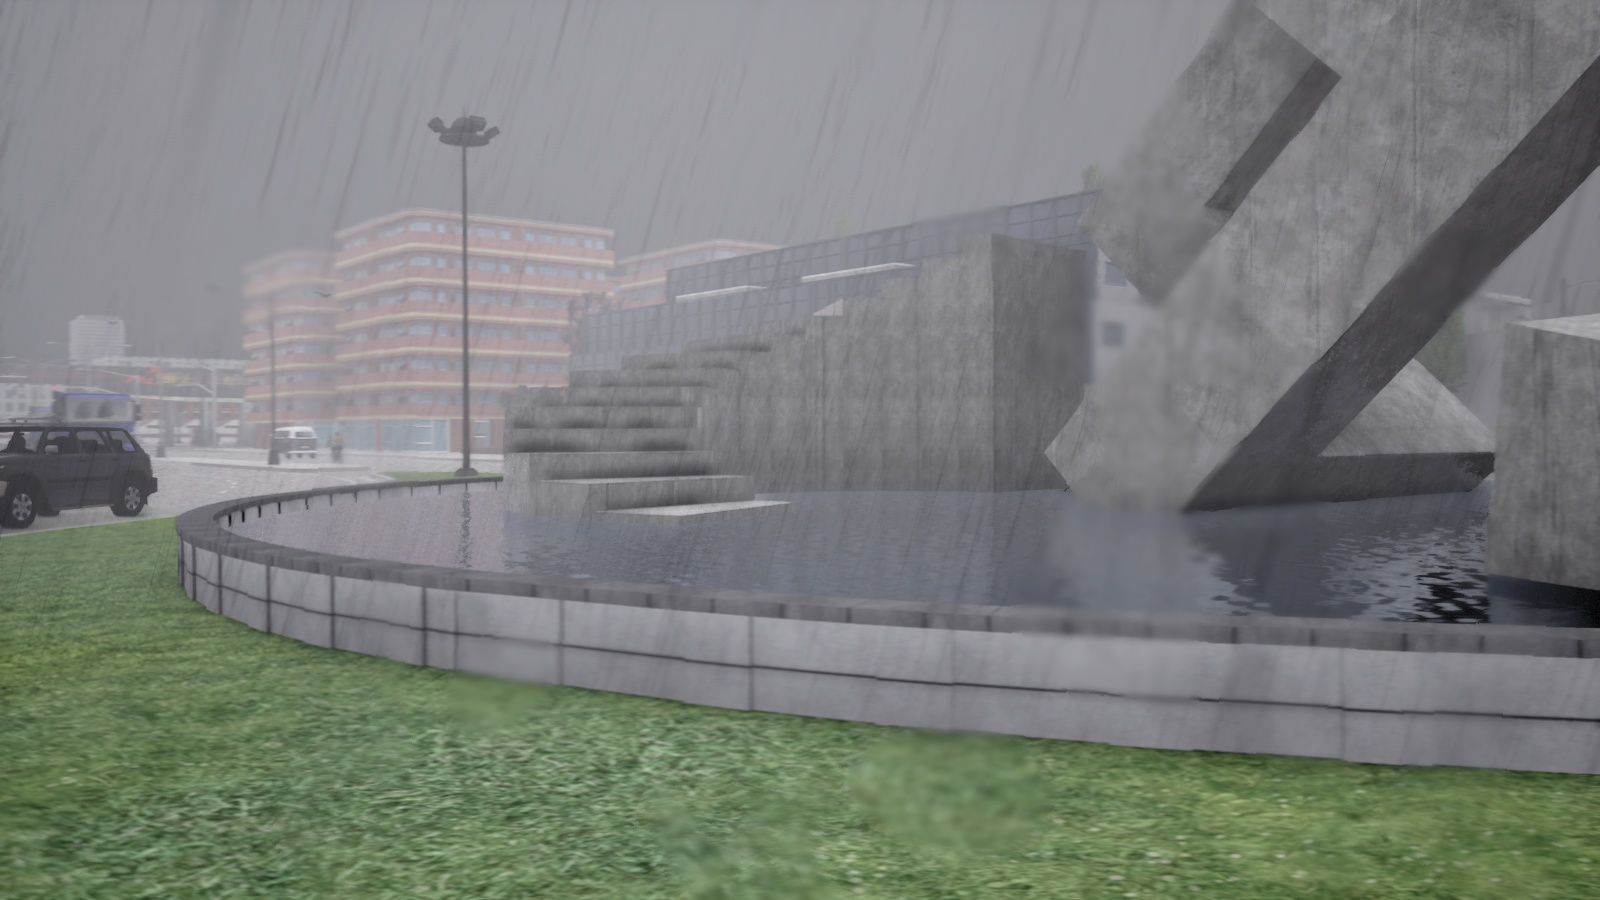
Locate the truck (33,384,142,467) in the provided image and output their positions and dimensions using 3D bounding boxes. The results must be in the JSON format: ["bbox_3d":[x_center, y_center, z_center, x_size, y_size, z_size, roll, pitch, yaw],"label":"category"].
[{"bbox_3d":[-31.909,-1.080,56.076,2.891,3.462,7.936,0,1,-39],"label":"truck"}]

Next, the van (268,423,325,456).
[{"bbox_3d":[-32.090,-0.710,79.970,2.069,2.038,4.480,0,1,-39],"label":"van"}]

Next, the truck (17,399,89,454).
[{"bbox_3d":[-49.427,-1.534,83.025,2.891,3.462,7.936,0,1,-40],"label":"truck"}]

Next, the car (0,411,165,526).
[{"bbox_3d":[-13.631,0.271,22.343,1.932,1.855,4.605,0,1,7],"label":"car"}]
